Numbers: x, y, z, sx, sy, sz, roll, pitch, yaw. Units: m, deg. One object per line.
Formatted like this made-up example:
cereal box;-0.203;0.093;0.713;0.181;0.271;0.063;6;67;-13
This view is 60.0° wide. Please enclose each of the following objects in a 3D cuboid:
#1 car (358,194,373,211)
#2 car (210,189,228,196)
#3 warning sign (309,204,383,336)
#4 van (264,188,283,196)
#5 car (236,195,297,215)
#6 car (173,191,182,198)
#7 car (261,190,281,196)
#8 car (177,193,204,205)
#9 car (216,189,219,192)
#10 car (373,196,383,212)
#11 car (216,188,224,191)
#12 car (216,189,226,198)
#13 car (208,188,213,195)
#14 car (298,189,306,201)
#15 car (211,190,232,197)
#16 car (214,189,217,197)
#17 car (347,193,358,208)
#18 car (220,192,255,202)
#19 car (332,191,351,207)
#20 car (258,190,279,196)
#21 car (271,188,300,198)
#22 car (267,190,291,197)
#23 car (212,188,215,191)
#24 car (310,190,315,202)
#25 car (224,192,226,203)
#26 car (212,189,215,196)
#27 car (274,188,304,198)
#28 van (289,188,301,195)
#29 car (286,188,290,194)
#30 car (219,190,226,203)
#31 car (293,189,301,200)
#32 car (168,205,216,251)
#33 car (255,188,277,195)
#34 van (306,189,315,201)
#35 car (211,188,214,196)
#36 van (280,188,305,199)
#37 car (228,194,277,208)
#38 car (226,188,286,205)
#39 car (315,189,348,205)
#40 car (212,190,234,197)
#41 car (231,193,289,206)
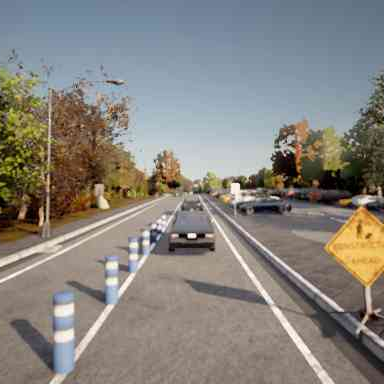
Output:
car;19.869;1.213;33.434;4.792;1.488;2.163;0;1;0
car;7.245;0.068;89.048;4.553;1.767;2.185;0;1;0
warning sign;2.803;1.157;5.399;1.300;1.860;1.060;-3;-3;0
van;20.427;0.043;83.397;4.442;1.987;1.878;0;1;0
car;6.766;1.284;30.773;4.792;1.488;2.163;0;1;0
car;-3.125;0.464;72.419;2.128;1.511;4.902;0;1;0
car;20.330;0.270;86.045;4.674;1.452;2.002;0;1;0
car;0.000;1.181;29.334;2.128;1.511;4.902;0;1;0
car;6.996;0.692;55.740;4.892;1.521;2.231;0;1;0
car;19.907;1.120;30.785;4.553;1.767;2.185;0;1;0
car;7.056;0.518;58.516;4.553;1.767;2.185;0;1;0
car;6.772;0.797;50.322;5.366;1.575;1.946;0;1;0
car;6.977;0.394;75.172;5.366;1.575;1.946;0;1;0
car;20.088;0.766;52.942;4.792;1.488;2.163;0;1;0
car;7.201;0.317;80.722;4.892;1.521;2.231;0;1;0
car;7.077;0.630;61.291;4.792;1.488;2.163;0;1;0
car;19.918;1.159;36.203;4.674;1.452;2.002;0;1;0
car;7.164;0.740;52.971;5.366;1.575;1.946;0;1;0
car;19.758;1.051;38.973;5.366;1.575;1.946;0;1;0
car;20.349;0.190;88.816;5.008;1.535;2.097;0;1;0
car;20.189;0.182;72.192;5.566;2.045;2.435;0;1;0
car;20.258;0.352;77.736;5.008;1.535;2.097;0;1;0
car;7.087;0.508;69.620;4.792;1.488;2.163;0;1;0
car;19.984;0.890;47.279;4.792;1.488;2.163;0;1;0
car;6.894;0.996;41.874;4.892;1.521;2.231;0;1;0
car;7.064;0.549;66.844;4.792;1.488;2.163;0;1;0
car;20.167;0.223;69.422;5.566;2.045;2.435;0;1;0
van;19.995;0.414;58.329;4.442;1.987;1.878;0;1;0
car;20.131;0.596;61.117;5.008;1.535;2.097;0;1;0
car;6.725;0.927;44.650;5.366;1.575;1.946;0;1;0
car;20.110;0.715;55.581;4.792;1.488;2.163;0;1;0
car;-0.001;1.518;14.016;2.033;1.411;5.357;0;1;0
car;20.350;-0.104;91.706;5.566;2.045;2.435;0;1;0
van;20.153;0.569;50.165;4.442;1.987;1.878;0;1;0
car;7.110;0.467;72.396;4.792;1.488;2.163;0;1;0
van;20.055;0.289;66.654;4.442;1.987;1.878;0;1;0
car;7.050;1.056;39.097;5.366;1.575;1.946;0;1;0
car;6.870;0.873;36.317;5.566;2.045;2.435;0;1;0
car;20.018;0.673;44.503;5.566;2.045;2.435;0;1;0
car;7.191;0.358;77.946;4.892;1.521;2.231;0;1;0
car;6.824;1.189;33.548;5.008;1.535;2.097;0;1;0
